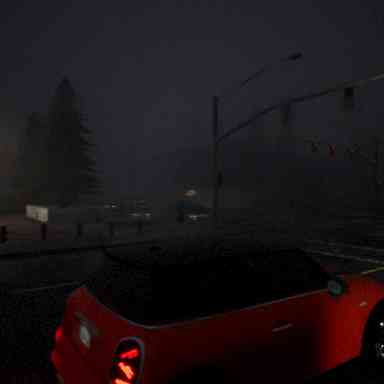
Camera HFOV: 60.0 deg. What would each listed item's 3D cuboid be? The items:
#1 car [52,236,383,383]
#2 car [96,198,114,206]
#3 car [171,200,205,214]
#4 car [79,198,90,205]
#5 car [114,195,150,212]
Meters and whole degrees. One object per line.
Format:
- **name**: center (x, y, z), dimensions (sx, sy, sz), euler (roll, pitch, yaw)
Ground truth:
- **car**: center (0.742, 1.376, 4.325), dimensions (4.553, 1.767, 2.097), euler (1, 0, -35)
- **car**: center (-15.457, 1.722, 59.107), dimensions (2.033, 1.411, 5.357), euler (1, 0, -35)
- **car**: center (-0.549, 1.650, 38.109), dimensions (1.882, 1.535, 5.008), euler (1, 0, -36)
- **car**: center (-19.804, 1.694, 59.208), dimensions (2.033, 1.411, 5.357), euler (1, 0, -36)
- **car**: center (-7.299, 1.366, 41.540), dimensions (2.150, 2.045, 5.566), euler (1, 0, -36)
